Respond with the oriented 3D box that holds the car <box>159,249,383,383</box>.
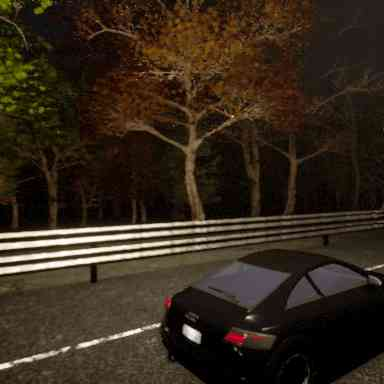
[{"bbox_3d":[1.625,1.571,4.918,4.181,1.385,1.994,0,0,-36],"label":"car"}]
